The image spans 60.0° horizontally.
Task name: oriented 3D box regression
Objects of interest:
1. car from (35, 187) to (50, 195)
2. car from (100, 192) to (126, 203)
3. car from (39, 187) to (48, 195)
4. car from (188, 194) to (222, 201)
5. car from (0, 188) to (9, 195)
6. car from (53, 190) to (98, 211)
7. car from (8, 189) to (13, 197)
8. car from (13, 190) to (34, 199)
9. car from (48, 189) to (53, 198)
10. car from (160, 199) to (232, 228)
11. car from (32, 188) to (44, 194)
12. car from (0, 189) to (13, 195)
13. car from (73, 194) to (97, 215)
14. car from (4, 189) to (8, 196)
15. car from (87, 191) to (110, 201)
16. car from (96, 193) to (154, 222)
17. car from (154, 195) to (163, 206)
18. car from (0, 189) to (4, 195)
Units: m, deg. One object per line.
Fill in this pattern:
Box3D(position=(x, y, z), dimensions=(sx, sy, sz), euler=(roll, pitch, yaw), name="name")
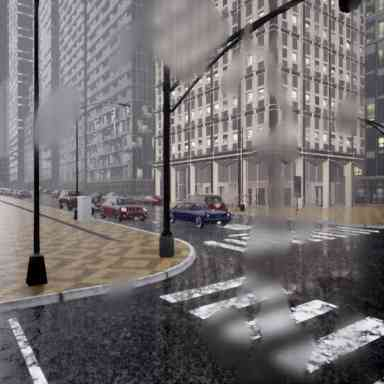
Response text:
Box3D(position=(-36.726, -0.357, 81.593), dimensions=(2.192, 1.841, 5.009), euler=(1, 0, -36), name="car")
Box3D(position=(-10.880, 0.707, 45.447), dimensions=(1.752, 1.417, 4.829), euler=(1, 0, -36), name="car")
Box3D(position=(-33.488, -0.020, 77.058), dimensions=(1.887, 1.381, 4.507), euler=(1, 0, -36), name="car")
Box3D(position=(0.559, 0.985, 24.974), dimensions=(2.097, 1.767, 4.553), euler=(0, 1, -36), name="car")
Box3D(position=(-43.500, -0.113, 76.651), dimensions=(1.887, 1.381, 4.507), euler=(1, 0, -36), name="car")
Box3D(position=(-11.068, 0.729, 31.311), dimensions=(2.192, 1.841, 5.009), euler=(1, 0, -36), name="car")
Box3D(position=(-30.529, 0.321, 58.515), dimensions=(2.008, 1.369, 4.403), euler=(1, 0, -36), name="car")
Box3D(position=(-27.287, 0.422, 53.981), dimensions=(1.887, 1.381, 4.507), euler=(1, 0, -36), name="car")
Box3D(position=(-23.107, 0.329, 58.067), dimensions=(1.882, 1.535, 5.008), euler=(0, 1, -36), name="car")
Box3D(position=(0.218, 1.315, 19.931), dimensions=(1.895, 1.301, 4.718), euler=(0, 1, -35), name="car")
Box3D(position=(-39.976, -0.213, 86.130), dimensions=(1.947, 1.339, 4.313), euler=(1, 0, -36), name="car")
Box3D(position=(-40.258, 0.015, 72.117), dimensions=(1.947, 1.339, 4.313), euler=(1, 0, -36), name="car")
Box3D(position=(-7.833, 1.103, 26.778), dimensions=(1.802, 1.307, 4.206), euler=(1, 0, -36), name="car")
Box3D(position=(-33.772, 0.208, 63.049), dimensions=(1.887, 1.381, 4.507), euler=(1, 0, -36), name="car")
Box3D(position=(-14.026, 0.643, 49.845), dimensions=(1.947, 1.339, 4.313), euler=(1, 0, -36), name="car")
Box3D(position=(-4.586, 1.068, 22.243), dimensions=(1.967, 1.590, 4.097), euler=(1, 0, -36), name="car")
Box3D(position=(-4.295, 0.982, 36.237), dimensions=(1.802, 1.307, 4.206), euler=(1, 0, -36), name="car")
Box3D(position=(-37.015, 0.107, 67.583), dimensions=(2.008, 1.369, 4.403), euler=(1, 0, -36), name="car")
